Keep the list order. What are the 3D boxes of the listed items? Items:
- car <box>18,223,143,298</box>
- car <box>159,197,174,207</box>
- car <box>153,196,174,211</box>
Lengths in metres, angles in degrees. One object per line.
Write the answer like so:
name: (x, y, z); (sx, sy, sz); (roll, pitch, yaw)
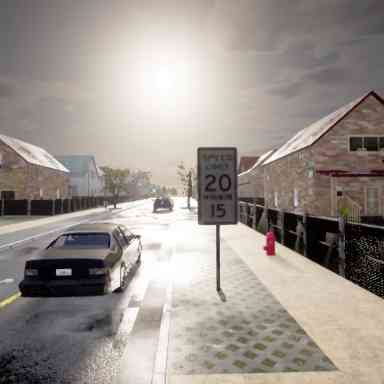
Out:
car: (-2.464, 1.530, 8.693); (2.033, 1.411, 5.357); (0, 0, -2)
car: (-3.736, 1.493, 49.442); (1.994, 1.385, 4.181); (0, 0, -2)
car: (-3.371, 1.277, 39.193); (2.097, 1.767, 4.553); (0, 0, -1)
